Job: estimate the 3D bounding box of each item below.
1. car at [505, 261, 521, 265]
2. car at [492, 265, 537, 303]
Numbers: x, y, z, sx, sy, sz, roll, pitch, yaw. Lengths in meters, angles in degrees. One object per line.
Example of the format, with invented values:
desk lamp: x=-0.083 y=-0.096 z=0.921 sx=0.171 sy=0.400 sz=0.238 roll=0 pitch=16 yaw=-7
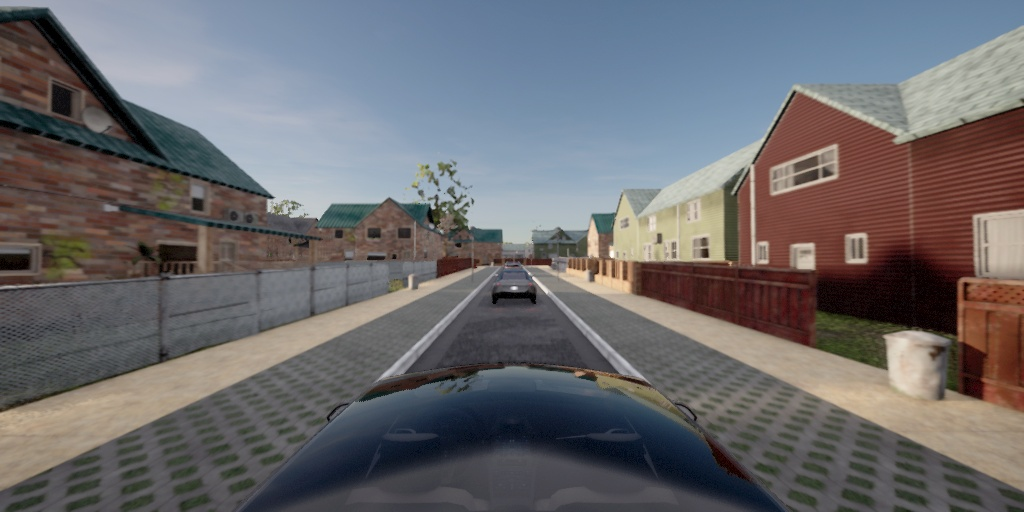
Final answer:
car: x=0.086 y=1.230 z=34.200 sx=2.128 sy=1.511 sz=4.902 roll=0 pitch=0 yaw=0
car: x=0.093 y=1.311 z=16.850 sx=1.994 sy=1.385 sz=4.181 roll=0 pitch=0 yaw=0
